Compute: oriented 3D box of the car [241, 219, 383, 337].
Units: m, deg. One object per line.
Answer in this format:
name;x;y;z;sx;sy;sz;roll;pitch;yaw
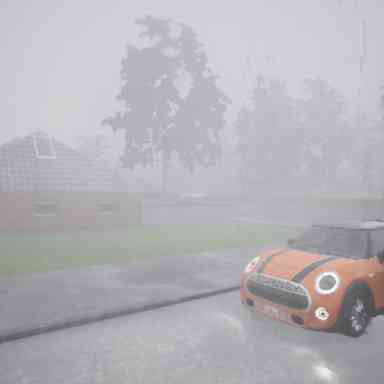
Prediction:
car;3.155;1.417;6.883;4.553;1.767;2.097;1;0;-36
